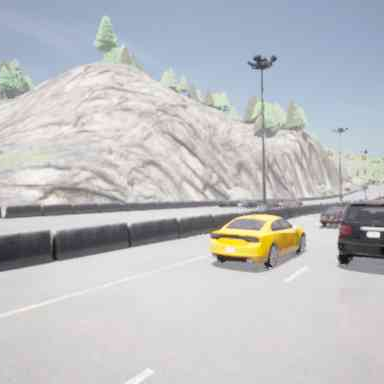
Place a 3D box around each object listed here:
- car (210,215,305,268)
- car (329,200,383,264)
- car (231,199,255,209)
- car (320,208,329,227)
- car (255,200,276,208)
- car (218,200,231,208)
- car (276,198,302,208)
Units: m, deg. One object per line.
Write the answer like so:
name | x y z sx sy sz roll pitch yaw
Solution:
car | 2.510 1.542 11.758 1.882 1.535 5.008 0 0 35
car | 6.589 1.295 11.525 2.150 2.045 5.566 0 0 34
car | 8.614 1.836 52.400 2.128 1.511 4.902 0 0 34
car | 10.610 1.710 23.808 2.033 1.411 5.357 0 0 35
car | 11.834 1.907 50.921 1.994 1.385 4.181 0 0 34
car | 6.069 1.957 54.856 1.895 1.301 4.718 0 0 34
car | 14.541 1.687 48.681 2.097 1.767 4.553 0 0 34
